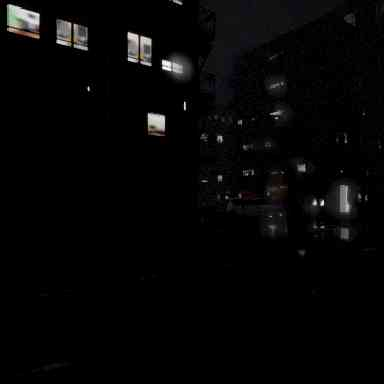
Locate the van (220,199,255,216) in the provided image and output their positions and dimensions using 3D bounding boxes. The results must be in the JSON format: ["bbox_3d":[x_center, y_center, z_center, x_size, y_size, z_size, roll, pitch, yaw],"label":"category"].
[{"bbox_3d":[5.146,1.676,38.094,1.690,1.788,3.998,-1,0,-36],"label":"van"}]

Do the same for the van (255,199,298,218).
[{"bbox_3d":[8.469,1.603,33.584,1.690,1.788,3.998,-1,0,-36],"label":"van"}]

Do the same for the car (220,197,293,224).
[{"bbox_3d":[5.298,1.472,28.146,2.150,2.045,5.566,0,-1,-36],"label":"car"}]

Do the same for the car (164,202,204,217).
[{"bbox_3d":[-0.944,1.866,36.618,1.882,1.535,5.008,0,-1,-36],"label":"car"}]

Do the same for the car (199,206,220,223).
[{"bbox_3d":[1.738,1.875,28.655,1.802,1.307,4.206,-1,0,-36],"label":"car"}]
